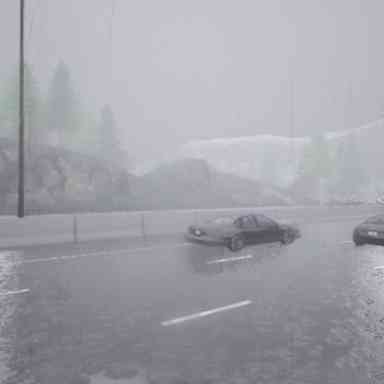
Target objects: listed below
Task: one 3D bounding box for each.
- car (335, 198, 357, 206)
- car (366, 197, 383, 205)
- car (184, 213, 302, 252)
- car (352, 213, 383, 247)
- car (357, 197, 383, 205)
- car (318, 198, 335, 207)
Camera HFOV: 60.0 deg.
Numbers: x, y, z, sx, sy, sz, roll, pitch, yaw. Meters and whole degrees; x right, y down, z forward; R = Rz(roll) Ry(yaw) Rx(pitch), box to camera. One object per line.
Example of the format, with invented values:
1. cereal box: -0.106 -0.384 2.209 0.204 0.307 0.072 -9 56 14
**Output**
1. car: 24.783 1.791 51.733 4.718 1.301 1.895 0 0 -35
2. car: 35.598 1.729 63.673 5.008 1.535 1.882 0 0 -36
3. car: 2.280 1.585 14.015 5.357 1.411 2.033 0 0 -35
4. car: 8.797 1.623 14.343 4.181 1.385 1.994 0 0 -35
5. car: 26.798 1.716 48.878 4.674 1.442 1.812 0 0 -35
6. car: 22.685 1.682 54.533 4.902 1.511 2.128 0 0 -35
